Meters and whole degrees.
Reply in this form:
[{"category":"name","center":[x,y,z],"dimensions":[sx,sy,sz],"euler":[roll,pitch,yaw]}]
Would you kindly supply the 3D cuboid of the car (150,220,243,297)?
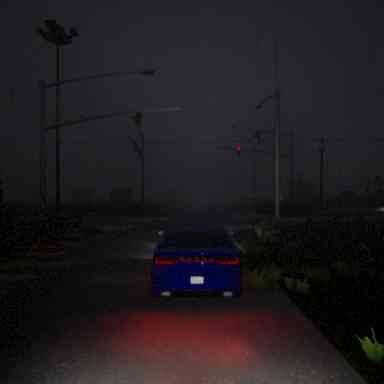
[{"category":"car","center":[0.101,1.464,8.582],"dimensions":[1.882,1.535,5.008],"euler":[0,0,0]}]
